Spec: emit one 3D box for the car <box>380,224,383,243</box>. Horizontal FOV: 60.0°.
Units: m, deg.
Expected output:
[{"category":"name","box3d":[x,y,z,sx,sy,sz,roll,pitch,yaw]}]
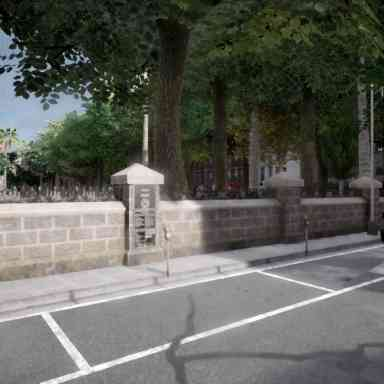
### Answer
[{"category":"car","box3d":[9.652,1.310,13.429,5.009,1.841,2.192,0,0,-36]}]
